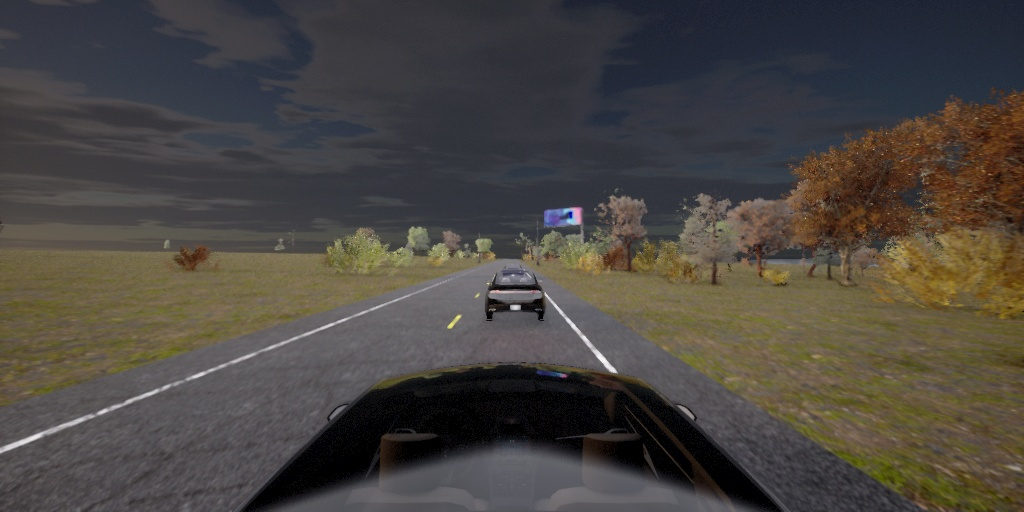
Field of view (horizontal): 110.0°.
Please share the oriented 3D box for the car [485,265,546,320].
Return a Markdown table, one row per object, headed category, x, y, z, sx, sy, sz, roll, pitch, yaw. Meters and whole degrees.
| category | x | y | z | sx | sy | sz | roll | pitch | yaw |
| --- | --- | --- | --- | --- | --- | --- | --- | --- | --- |
| car | 0.099 | 1.245 | 12.569 | 2.128 | 1.511 | 4.902 | 0 | 0 | 0 |
